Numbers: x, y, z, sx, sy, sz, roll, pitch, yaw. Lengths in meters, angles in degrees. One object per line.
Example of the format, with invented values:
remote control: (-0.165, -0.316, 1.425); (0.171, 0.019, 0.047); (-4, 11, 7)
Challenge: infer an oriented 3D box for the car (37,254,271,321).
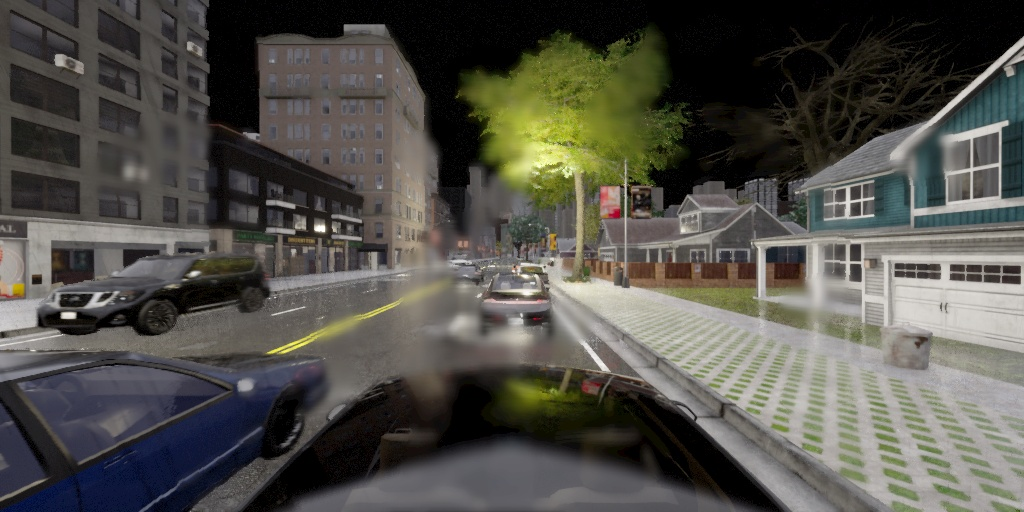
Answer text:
car: (-9.818, 0.969, 10.710); (2.150, 2.045, 5.566); (0, 0, 0)

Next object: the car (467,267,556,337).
car: (0.128, 1.239, 10.296); (2.128, 1.511, 4.902); (0, 0, 0)

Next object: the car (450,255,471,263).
car: (-6.448, 0.938, 45.446); (2.150, 2.045, 5.566); (0, 0, 0)

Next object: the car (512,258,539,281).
car: (1.074, 1.081, 30.406); (2.097, 1.767, 4.553); (0, 0, 0)

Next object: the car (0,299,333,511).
car: (-3.151, 1.297, 1.979); (2.033, 1.411, 5.357); (0, 0, 0)

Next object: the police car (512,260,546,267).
police car: (1.040, 1.165, 20.545); (1.930, 1.638, 5.238); (0, 0, 0)

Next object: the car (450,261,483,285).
car: (-3.062, 1.299, 26.091); (1.994, 1.385, 4.181); (0, 0, 0)
